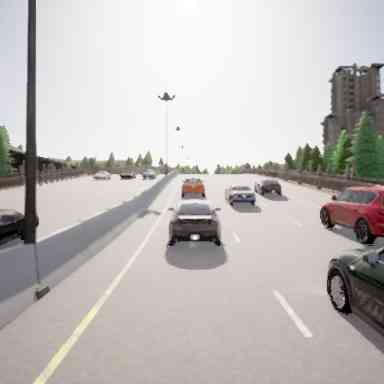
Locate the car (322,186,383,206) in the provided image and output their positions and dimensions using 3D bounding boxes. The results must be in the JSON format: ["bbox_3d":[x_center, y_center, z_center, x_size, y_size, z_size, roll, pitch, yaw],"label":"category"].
[{"bbox_3d":[7.104,0.766,13.294,2.150,2.045,5.566,0,3,0],"label":"car"}]

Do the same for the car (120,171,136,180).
[{"bbox_3d":[-10.534,-2.783,54.900,1.895,1.301,4.718,0,6,1],"label":"car"}]

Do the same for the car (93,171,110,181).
[{"bbox_3d":[-14.050,-2.561,51.906,1.812,1.442,4.674,0,6,0],"label":"car"}]

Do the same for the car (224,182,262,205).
[{"bbox_3d":[3.607,0.099,25.383,2.033,1.411,5.357,0,6,0],"label":"car"}]

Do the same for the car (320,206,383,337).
[{"bbox_3d":[3.592,1.273,4.452,2.097,1.767,4.553,0,1,0],"label":"car"}]

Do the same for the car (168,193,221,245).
[{"bbox_3d":[0.102,1.059,13.197,1.837,1.490,4.892,0,4,0],"label":"car"}]

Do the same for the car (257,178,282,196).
[{"bbox_3d":[7.108,-0.544,31.411,1.837,1.490,4.892,0,6,0],"label":"car"}]

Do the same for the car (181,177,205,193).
[{"bbox_3d":[0.108,-0.676,31.187,2.097,1.767,4.553,0,6,0],"label":"car"}]

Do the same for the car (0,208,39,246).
[{"bbox_3d":[-7.097,1.264,11.178,1.895,1.301,4.718,0,3,0],"label":"car"}]

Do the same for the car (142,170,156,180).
[{"bbox_3d":[-7.039,-2.899,54.947,2.128,1.511,4.902,0,6,0],"label":"car"}]
